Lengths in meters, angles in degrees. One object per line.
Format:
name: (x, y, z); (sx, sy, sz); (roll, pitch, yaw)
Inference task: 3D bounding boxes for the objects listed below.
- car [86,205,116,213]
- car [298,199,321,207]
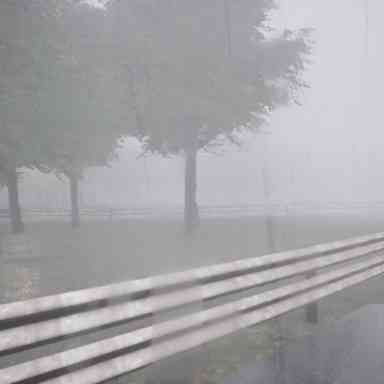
car: (-11.016, 2.292, 42.573); (5.008, 1.535, 1.882); (-1, 0, -5)
car: (16.036, 1.731, 44.740); (4.674, 1.442, 1.812); (-1, 0, -5)
